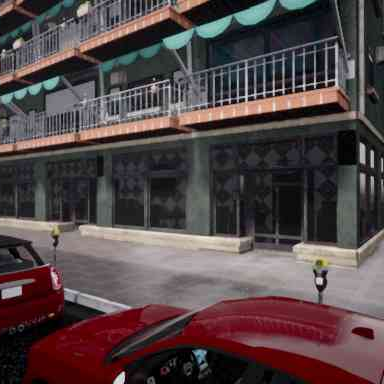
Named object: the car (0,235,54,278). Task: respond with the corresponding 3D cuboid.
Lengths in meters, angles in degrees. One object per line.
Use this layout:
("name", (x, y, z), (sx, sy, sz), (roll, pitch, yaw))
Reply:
("car", (-4.107, 1.439, 5.814), (4.097, 1.590, 1.967), (0, 0, 36))

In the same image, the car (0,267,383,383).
("car", (0.479, 1.545, 2.536), (4.507, 1.381, 1.887), (0, 0, 36))
